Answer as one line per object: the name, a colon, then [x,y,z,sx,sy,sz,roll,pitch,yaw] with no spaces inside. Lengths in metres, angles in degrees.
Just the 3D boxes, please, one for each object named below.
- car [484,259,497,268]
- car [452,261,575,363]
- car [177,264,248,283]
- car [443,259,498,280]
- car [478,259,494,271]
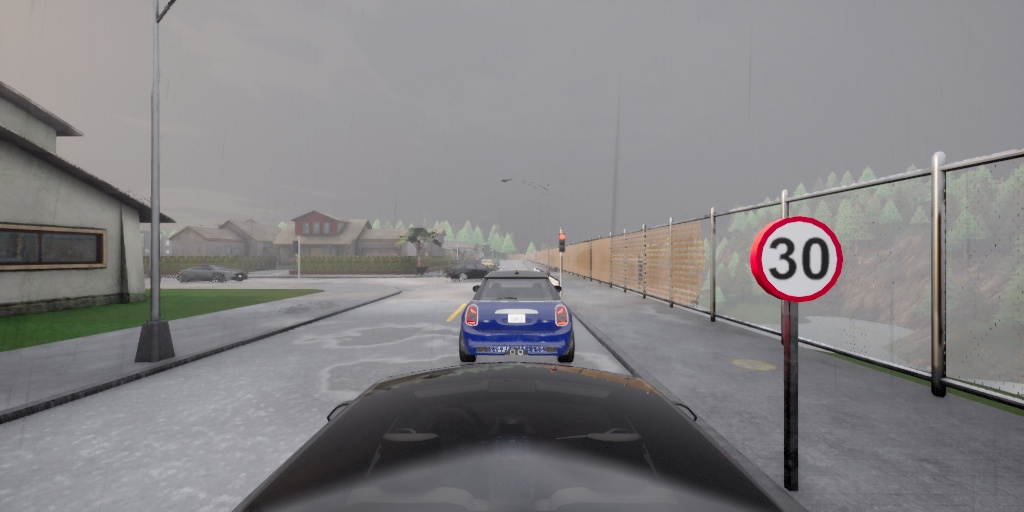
car: [-3.553,1.255,60.663,1.837,1.490,4.892,0,0,1]
car: [0.116,1.102,8.344,2.097,1.767,4.553,0,0,1]
car: [-22.209,1.314,26.677,4.181,1.385,1.994,0,0,0]
car: [-3.071,1.228,29.063,5.008,1.535,1.882,0,1,-33]
car: [-3.657,1.228,51.213,1.882,1.535,5.008,0,0,1]
